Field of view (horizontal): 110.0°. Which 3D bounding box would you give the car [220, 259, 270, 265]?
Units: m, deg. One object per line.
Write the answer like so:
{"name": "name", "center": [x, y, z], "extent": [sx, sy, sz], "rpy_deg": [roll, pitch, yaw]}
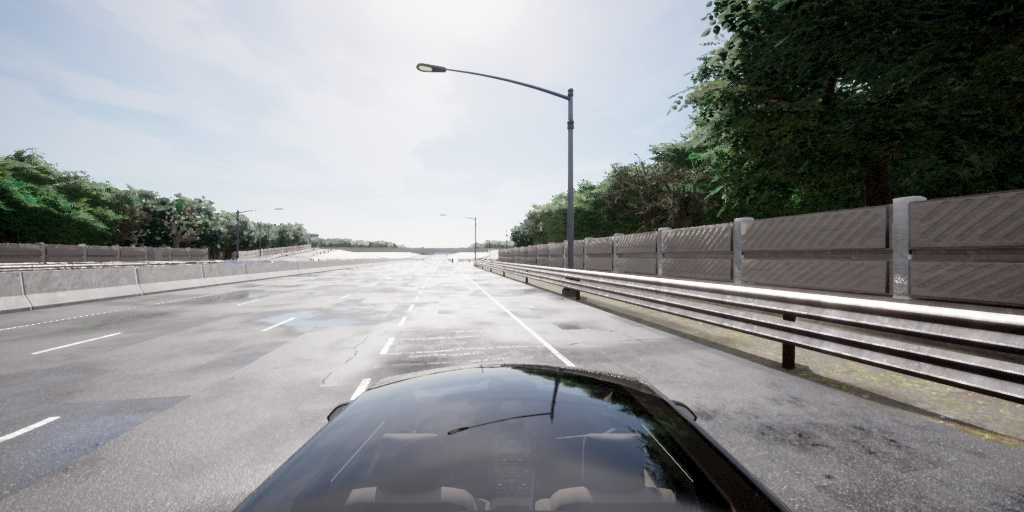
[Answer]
{"name": "car", "center": [-28.264, 1.253, 38.179], "extent": [1.882, 1.535, 5.008], "rpy_deg": [0, 0, -11]}

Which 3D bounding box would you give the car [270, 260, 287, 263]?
{"name": "car", "center": [-34.622, 1.347, 53.265], "extent": [2.033, 1.411, 5.357], "rpy_deg": [0, 0, -10]}
